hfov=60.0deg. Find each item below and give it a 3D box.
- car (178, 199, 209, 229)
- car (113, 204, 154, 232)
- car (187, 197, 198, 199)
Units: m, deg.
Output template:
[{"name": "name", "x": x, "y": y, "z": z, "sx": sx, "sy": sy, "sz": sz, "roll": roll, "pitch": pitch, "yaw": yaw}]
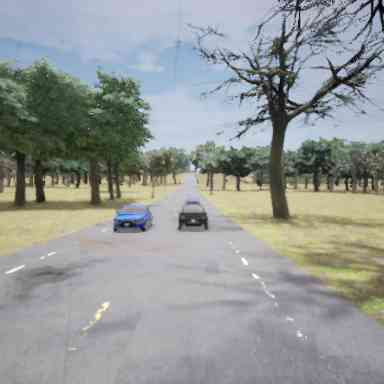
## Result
[{"name": "car", "x": 0.084, "y": 1.534, "z": 22.166, "sx": 1.882, "sy": 1.535, "sz": 5.008, "roll": 0, "pitch": 1, "yaw": 0}, {"name": "car", "x": -3.569, "y": 1.538, "z": 20.838, "sx": 1.882, "sy": 1.535, "sz": 5.008, "roll": 0, "pitch": 0, "yaw": 0}, {"name": "car", "x": 0.096, "y": 1.377, "z": 40.694, "sx": 1.882, "sy": 1.535, "sz": 5.008, "roll": 0, "pitch": 1, "yaw": 0}]
